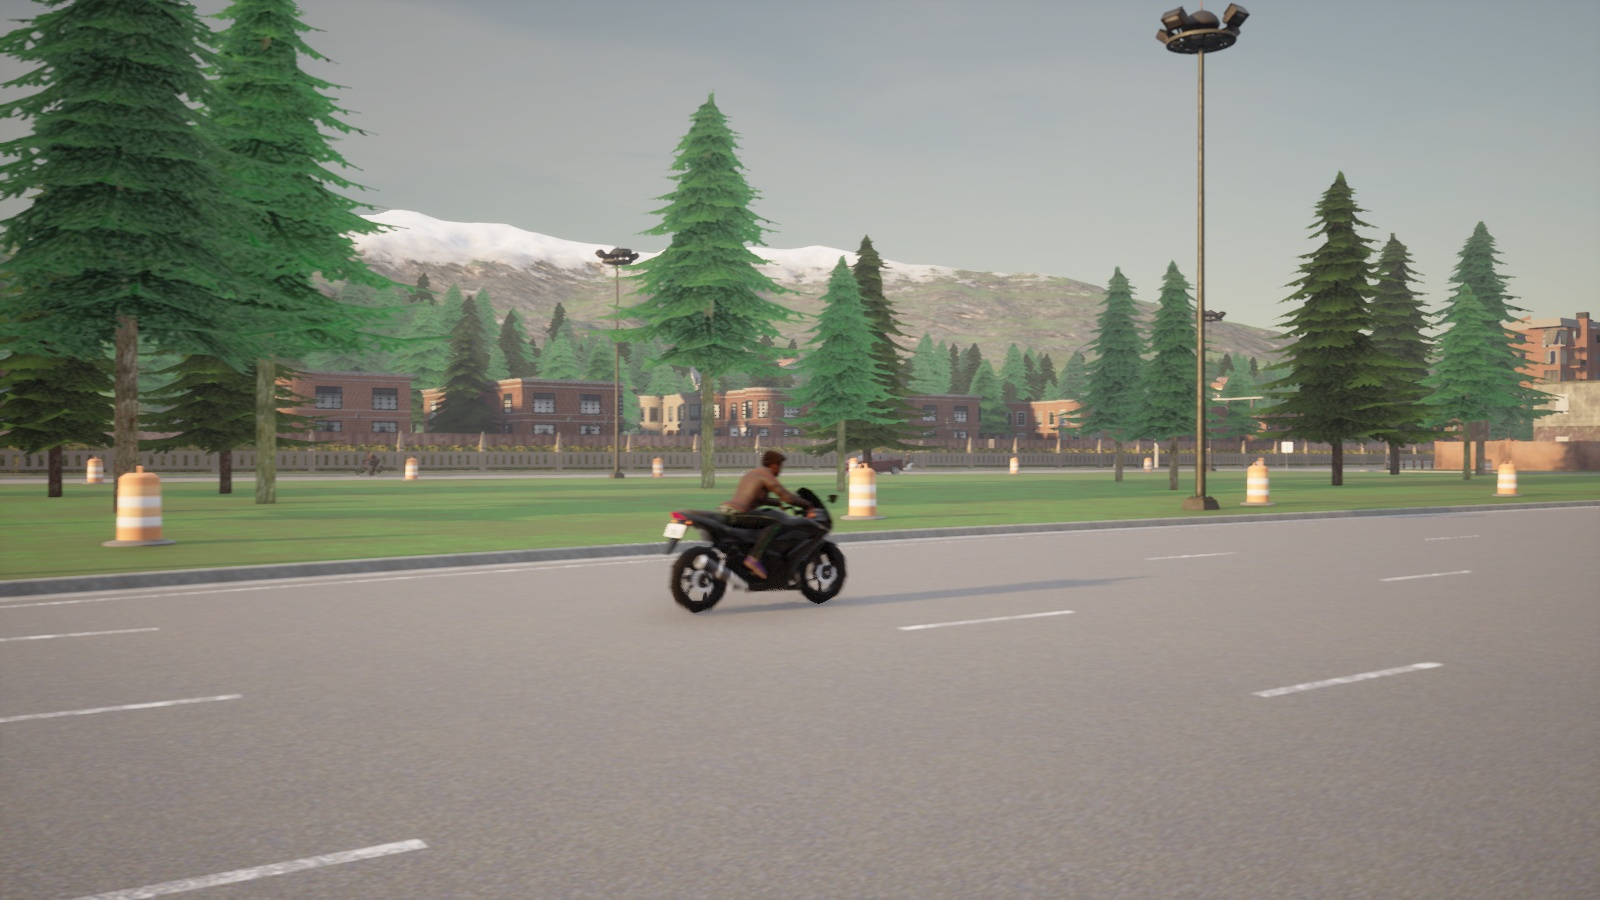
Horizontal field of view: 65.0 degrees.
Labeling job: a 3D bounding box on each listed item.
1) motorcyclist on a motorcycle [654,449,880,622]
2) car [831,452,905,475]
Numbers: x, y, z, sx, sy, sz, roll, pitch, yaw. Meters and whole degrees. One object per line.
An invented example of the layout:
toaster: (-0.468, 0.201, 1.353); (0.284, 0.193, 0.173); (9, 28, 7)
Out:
motorcyclist on a motorcycle: (-0.292, 0.757, 11.984); (2.044, 1.523, 0.797); (0, 0, -35)
car: (4.677, 0.924, 86.237); (5.008, 1.535, 1.882); (0, 0, -35)
